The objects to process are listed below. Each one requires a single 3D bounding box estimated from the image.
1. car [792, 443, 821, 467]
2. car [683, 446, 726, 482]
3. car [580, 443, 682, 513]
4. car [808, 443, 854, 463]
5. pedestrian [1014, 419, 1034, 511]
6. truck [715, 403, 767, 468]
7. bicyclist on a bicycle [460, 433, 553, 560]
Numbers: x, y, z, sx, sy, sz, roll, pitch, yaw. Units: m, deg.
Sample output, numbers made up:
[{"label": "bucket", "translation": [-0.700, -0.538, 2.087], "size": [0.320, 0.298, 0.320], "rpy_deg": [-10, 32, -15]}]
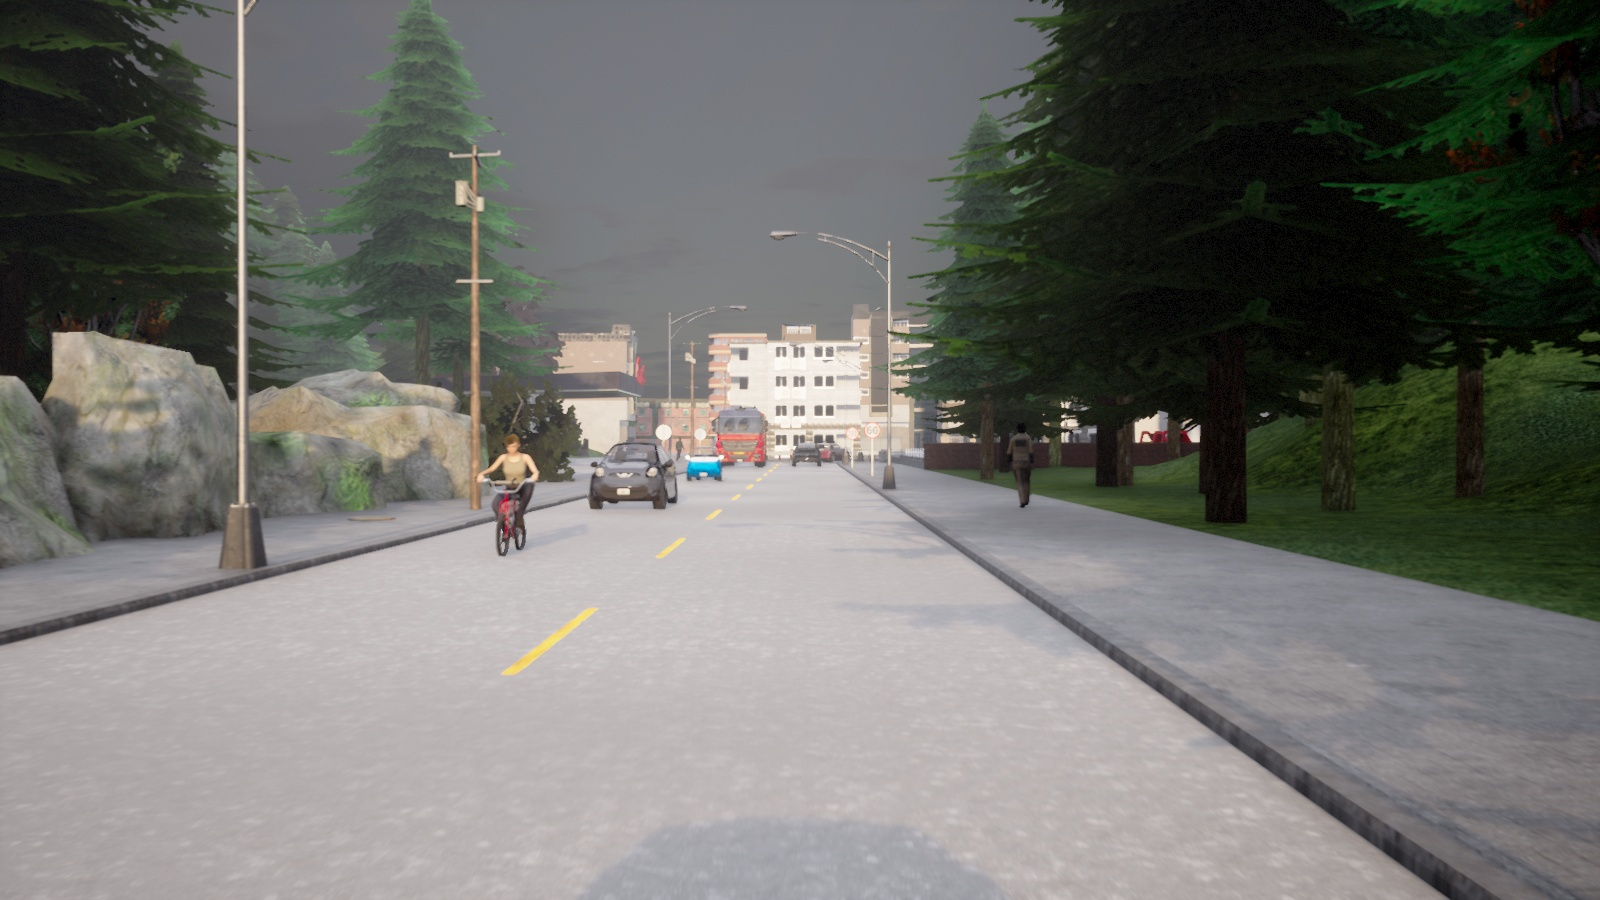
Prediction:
[{"label": "car", "translation": [0.432, 0.295, 81.042], "size": [1.837, 1.490, 4.892], "rpy_deg": [0, 0, 0]}, {"label": "car", "translation": [-3.708, 0.521, 49.052], "size": [1.481, 1.376, 2.207], "rpy_deg": [0, 0, 0]}, {"label": "car", "translation": [-3.819, 0.594, 28.910], "size": [1.845, 1.501, 3.633], "rpy_deg": [0, 0, 0]}, {"label": "car", "translation": [2.340, 0.183, 94.410], "size": [1.970, 1.475, 3.806], "rpy_deg": [0, 0, 28]}, {"label": "pedestrian", "translation": [4.722, 0.311, 26.478], "size": [0.396, 1.930, 0.692], "rpy_deg": [0, 0, 13]}, {"label": "truck", "translation": [-3.597, -0.862, 78.287], "size": [2.891, 3.827, 8.468], "rpy_deg": [0, 0, 0]}, {"label": "bicyclist on a bicycle", "translation": [-3.884, 0.586, 16.726], "size": [0.866, 1.612, 1.509], "rpy_deg": [0, 0, 1]}]
